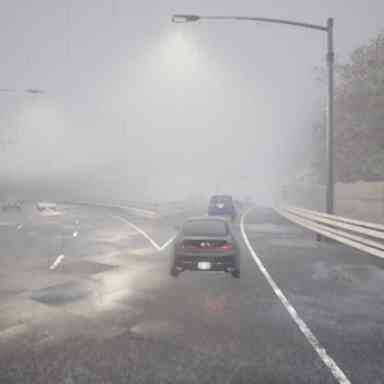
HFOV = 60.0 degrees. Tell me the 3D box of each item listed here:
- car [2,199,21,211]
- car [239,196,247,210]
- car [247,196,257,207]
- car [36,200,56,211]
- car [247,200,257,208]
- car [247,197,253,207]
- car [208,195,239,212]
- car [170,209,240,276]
[{"bbox_3d":[-22.119,1.502,40.831,2.033,1.411,5.357,0,0,-31],"label":"car"},{"bbox_3d":[5.957,1.561,44.317,1.812,1.442,4.674,0,0,13],"label":"car"},{"bbox_3d":[11.260,1.930,66.488,2.150,2.045,5.566,0,-3,14],"label":"car"},{"bbox_3d":[-17.577,1.566,39.928,1.895,1.301,4.718,0,0,-29],"label":"car"},{"bbox_3d":[13.859,2.778,76.494,1.812,1.442,4.674,0,-4,15],"label":"car"},{"bbox_3d":[8.918,1.897,56.795,1.895,1.301,4.718,0,-2,13],"label":"car"},{"bbox_3d":[2.658,1.230,28.370,2.150,2.045,5.566,0,0,10],"label":"car"},{"bbox_3d":[0.447,1.507,10.357,1.837,1.490,4.892,0,0,4],"label":"car"}]
